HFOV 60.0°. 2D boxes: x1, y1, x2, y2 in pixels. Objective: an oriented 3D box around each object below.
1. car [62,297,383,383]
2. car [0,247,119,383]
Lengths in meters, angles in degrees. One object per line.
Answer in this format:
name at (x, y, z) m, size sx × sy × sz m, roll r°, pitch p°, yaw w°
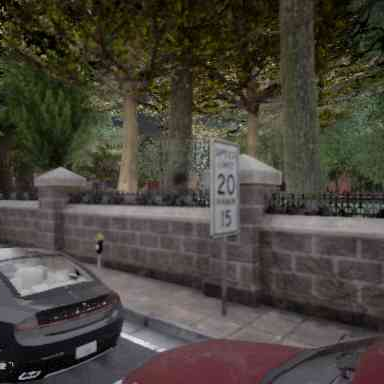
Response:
car at (1.261, 1.603, 1.879) m, size 4.206 × 1.307 × 1.802 m, roll 1°, pitch -1°, yaw 38°
car at (-2.912, 1.534, 5.120) m, size 4.403 × 1.369 × 2.008 m, roll 1°, pitch -1°, yaw 38°
